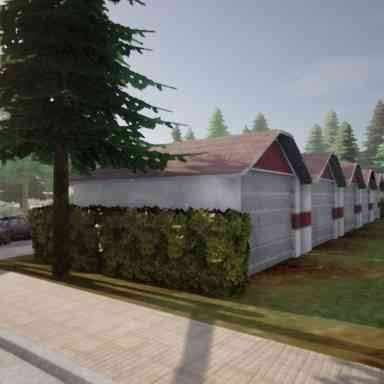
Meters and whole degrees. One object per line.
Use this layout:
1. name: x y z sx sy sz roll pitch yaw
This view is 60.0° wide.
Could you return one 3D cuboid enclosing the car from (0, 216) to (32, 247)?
1. car: -9.064 1.988 17.683 2.033 1.411 5.357 -1 -1 36
